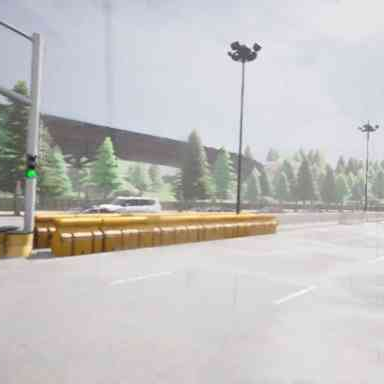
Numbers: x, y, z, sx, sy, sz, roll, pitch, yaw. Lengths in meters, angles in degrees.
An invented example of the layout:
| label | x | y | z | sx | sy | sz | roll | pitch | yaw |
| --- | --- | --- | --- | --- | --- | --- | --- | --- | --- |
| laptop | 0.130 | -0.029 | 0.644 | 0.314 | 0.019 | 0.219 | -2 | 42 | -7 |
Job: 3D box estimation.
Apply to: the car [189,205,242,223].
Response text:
| label | x | y | z | sx | sy | sz | roll | pitch | yaw |
| --- | --- | --- | --- | --- | --- | --- | --- | --- | --- |
| car | 2.314 | 2.039 | 31.138 | 2.033 | 1.411 | 5.357 | 2 | -1 | 43 |

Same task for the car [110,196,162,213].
| label | x | y | z | sx | sy | sz | roll | pitch | yaw |
| --- | --- | --- | --- | --- | --- | --- | --- | --- | --- |
| car | -4.614 | 1.331 | 23.617 | 2.150 | 2.045 | 5.566 | 2 | -1 | 43 |

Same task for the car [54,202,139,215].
| label | x | y | z | sx | sy | sz | roll | pitch | yaw |
| --- | --- | --- | --- | --- | --- | --- | --- | --- | --- |
| car | -5.541 | 1.483 | 17.410 | 2.128 | 1.511 | 4.902 | 2 | -1 | 42 |

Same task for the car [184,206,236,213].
| label | x | y | z | sx | sy | sz | roll | pitch | yaw |
| --- | --- | --- | --- | --- | --- | --- | --- | --- | --- |
| car | 0.797 | 1.834 | 24.331 | 2.128 | 1.511 | 4.902 | 2 | -1 | 43 |
